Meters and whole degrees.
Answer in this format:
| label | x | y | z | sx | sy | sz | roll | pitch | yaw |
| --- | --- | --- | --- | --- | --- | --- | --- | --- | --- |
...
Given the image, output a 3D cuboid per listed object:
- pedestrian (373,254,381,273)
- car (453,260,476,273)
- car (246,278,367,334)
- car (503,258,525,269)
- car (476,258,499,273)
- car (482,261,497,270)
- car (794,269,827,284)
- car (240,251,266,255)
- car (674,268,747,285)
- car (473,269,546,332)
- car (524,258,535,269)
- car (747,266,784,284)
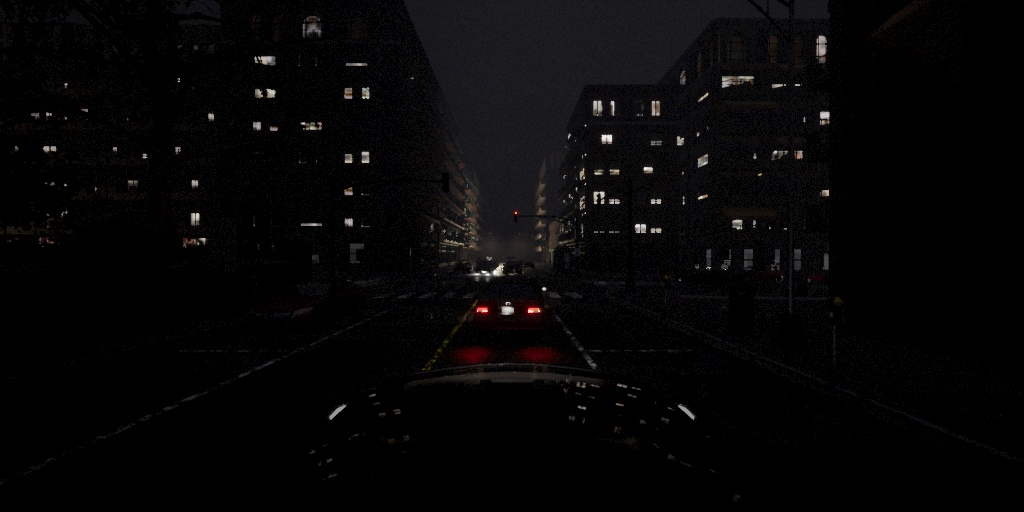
| label | x | y | z | sx | sy | sz | roll | pitch | yaw |
| --- | --- | --- | --- | --- | --- | --- | --- | --- | --- |
| pedestrian | -12.814 | 0.652 | 33.955 | 0.375 | 1.860 | 0.375 | 0 | -1 | -1 |
| car | -5.819 | 1.188 | 42.985 | 1.967 | 1.591 | 4.097 | 0 | 0 | 0 |
| car | -5.715 | 1.331 | 10.574 | 1.802 | 1.307 | 4.207 | 0 | 0 | 0 |
| car | 0.064 | 1.274 | 38.892 | 1.812 | 1.442 | 4.674 | 0 | 0 | -3 |
| car | -3.200 | 1.296 | 43.263 | 2.033 | 1.411 | 5.357 | 0 | 0 | 4 |
| car | -3.242 | 1.349 | 53.213 | 1.895 | 1.301 | 4.718 | 0 | 0 | 0 |
| car | 26.960 | 1.813 | 31.595 | 4.207 | 1.307 | 1.802 | 0 | 0 | -1 |
| car | -17.611 | 0.694 | 25.146 | 5.566 | 2.045 | 2.150 | 1 | 0 | -1 |
| car | 15.712 | 1.647 | 28.861 | 4.718 | 1.301 | 1.895 | 1 | 0 | -1 |
| car | 0.050 | 1.297 | 10.789 | 2.033 | 1.411 | 5.357 | 0 | 0 | 3 |
| car | 2.525 | 1.299 | 54.284 | 2.007 | 1.370 | 4.403 | 0 | 0 | 0 |
| car | 21.287 | 1.571 | 31.508 | 4.097 | 1.591 | 1.967 | 0 | 0 | -1 |
